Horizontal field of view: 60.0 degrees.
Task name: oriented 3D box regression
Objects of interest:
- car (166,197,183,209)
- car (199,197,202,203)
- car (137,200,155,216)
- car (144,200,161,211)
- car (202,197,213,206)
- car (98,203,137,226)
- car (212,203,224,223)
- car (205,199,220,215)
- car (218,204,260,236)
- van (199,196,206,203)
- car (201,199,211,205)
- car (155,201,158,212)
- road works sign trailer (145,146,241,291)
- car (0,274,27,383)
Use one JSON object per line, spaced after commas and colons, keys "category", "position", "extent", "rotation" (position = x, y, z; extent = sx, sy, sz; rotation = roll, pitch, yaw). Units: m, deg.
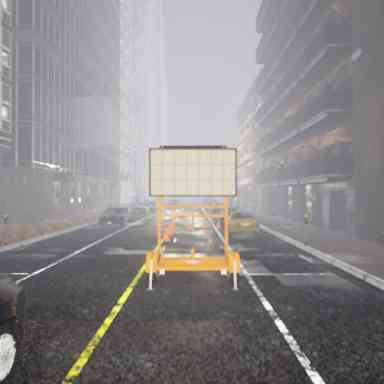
{"category": "car", "position": [-2.864, 1.887, 51.628], "extent": [1.837, 1.490, 4.892], "rotation": [0, -1, 1]}
{"category": "car", "position": [2.859, 1.745, 58.666], "extent": [2.192, 1.841, 5.009], "rotation": [0, 0, 0]}
{"category": "car", "position": [-5.585, 1.812, 36.093], "extent": [2.008, 1.369, 4.403], "rotation": [0, 0, 0]}
{"category": "car", "position": [-5.554, 1.871, 47.220], "extent": [1.752, 1.417, 4.829], "rotation": [0, 0, 0]}
{"category": "car", "position": [2.826, 1.784, 47.367], "extent": [1.967, 1.590, 4.097], "rotation": [0, 0, 0]}
{"category": "car", "position": [-5.618, 1.744, 24.797], "extent": [1.947, 1.339, 4.313], "rotation": [0, 0, 0]}
{"category": "car", "position": [2.763, 1.741, 24.774], "extent": [1.947, 1.339, 4.313], "rotation": [0, 0, 0]}
{"category": "car", "position": [2.795, 1.809, 36.071], "extent": [2.008, 1.369, 4.403], "rotation": [0, 0, 0]}
{"category": "car", "position": [2.748, 1.660, 19.295], "extent": [1.752, 1.417, 4.829], "rotation": [0, 0, 0]}
{"category": "van", "position": [2.953, 2.041, 92.555], "extent": [1.690, 1.788, 3.998], "rotation": [0, 0, 0]}
{"category": "car", "position": [2.890, 2.098, 69.960], "extent": [1.802, 1.307, 4.206], "rotation": [0, 0, 0]}
{"category": "car", "position": [-5.570, 1.744, 41.744], "extent": [1.967, 1.590, 4.097], "rotation": [0, 0, 0]}
{"category": "road works sign trailer", "position": [0.028, 0.529, 9.203], "extent": [2.380, 3.560, 2.880], "rotation": [0, 0, 0]}
{"category": "car", "position": [-3.091, 1.524, 2.462], "extent": [1.837, 1.490, 4.892], "rotation": [0, 0, 0]}
